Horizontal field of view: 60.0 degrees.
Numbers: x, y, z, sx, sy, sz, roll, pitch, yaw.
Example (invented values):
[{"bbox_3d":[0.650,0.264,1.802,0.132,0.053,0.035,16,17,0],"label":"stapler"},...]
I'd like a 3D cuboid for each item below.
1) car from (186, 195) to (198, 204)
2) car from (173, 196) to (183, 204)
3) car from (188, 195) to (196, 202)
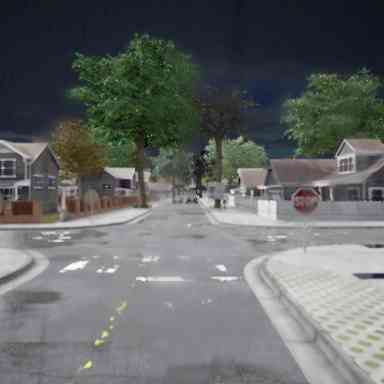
[{"bbox_3d":[0.012,1.294,60.549,2.097,1.767,4.553,0,0,0],"label":"car"},{"bbox_3d":[-2.738,1.433,64.333,2.128,1.511,4.902,0,0,0],"label":"car"},{"bbox_3d":[0.014,1.309,70.581,1.812,1.442,4.674,0,0,0],"label":"car"}]
